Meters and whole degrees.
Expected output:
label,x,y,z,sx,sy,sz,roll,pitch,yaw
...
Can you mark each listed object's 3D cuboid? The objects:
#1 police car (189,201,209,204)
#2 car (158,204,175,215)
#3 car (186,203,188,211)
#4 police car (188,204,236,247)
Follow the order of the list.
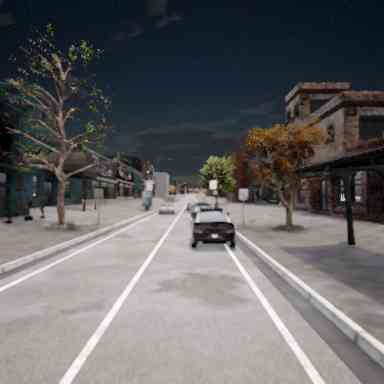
label,x,y,z,sx,sy,sz,roll,pitch,yaw
police car,0.909,1.716,25.860,1.930,1.638,5.238,0,-1,0
car,-3.078,2.098,41.063,1.895,1.301,4.718,0,-1,0
car,0.018,2.184,52.002,2.033,1.411,5.357,0,-1,0
police car,0.906,1.580,15.860,1.930,1.638,5.238,0,-1,0
